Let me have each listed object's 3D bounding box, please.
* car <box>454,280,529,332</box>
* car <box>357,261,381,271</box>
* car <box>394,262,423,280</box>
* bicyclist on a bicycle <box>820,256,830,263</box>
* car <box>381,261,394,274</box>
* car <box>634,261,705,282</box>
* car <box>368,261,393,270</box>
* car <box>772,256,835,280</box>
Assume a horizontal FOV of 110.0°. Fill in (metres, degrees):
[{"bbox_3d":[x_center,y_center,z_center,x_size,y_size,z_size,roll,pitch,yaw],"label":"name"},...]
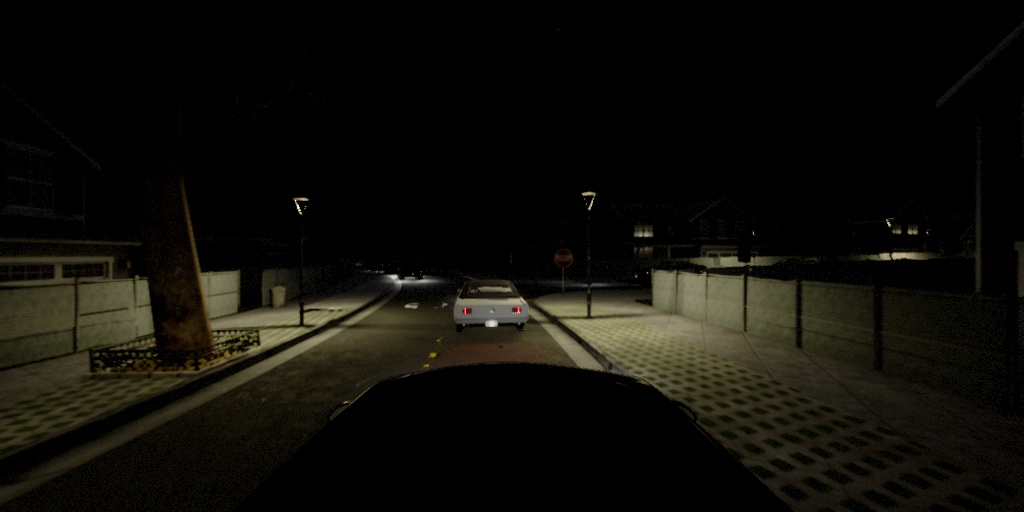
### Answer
[{"bbox_3d":[-0.738,1.378,11.020,1.895,1.301,4.718,0,0,-6],"label":"car"},{"bbox_3d":[-20.863,1.471,53.413,2.033,1.411,5.357,0,0,-37],"label":"car"},{"bbox_3d":[-9.542,1.344,33.413,1.837,1.490,4.892,0,0,-23],"label":"car"},{"bbox_3d":[17.072,0.850,19.516,0.582,1.620,1.656,-1,0,-7],"label":"bicyclist on a bicycle"},{"bbox_3d":[-13.845,1.471,42.488,1.895,1.301,4.718,0,0,-30],"label":"car"},{"bbox_3d":[10.849,1.092,24.655,4.902,1.511,2.128,-1,0,-7],"label":"car"},{"bbox_3d":[-21.755,1.487,59.256,2.033,1.411,5.357,0,0,-40],"label":"car"},{"bbox_3d":[19.404,0.857,22.772,4.553,1.767,2.097,-1,0,-8],"label":"car"}]
